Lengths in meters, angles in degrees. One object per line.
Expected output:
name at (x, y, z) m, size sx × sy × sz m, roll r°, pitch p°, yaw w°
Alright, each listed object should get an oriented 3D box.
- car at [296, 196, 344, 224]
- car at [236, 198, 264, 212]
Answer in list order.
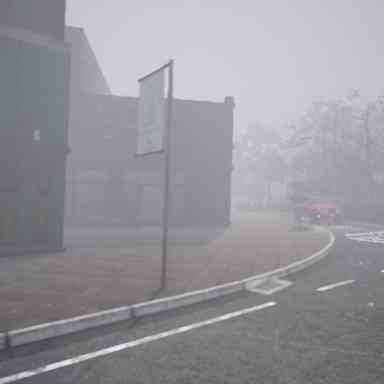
car at (10.187, 1.384, 27.159) m, size 2.150 × 2.045 × 5.566 m, roll 2°, pitch 0°, yaw -3°
car at (7.593, 1.631, 43.466) m, size 2.097 × 1.767 × 4.553 m, roll 2°, pitch -1°, yaw -17°
